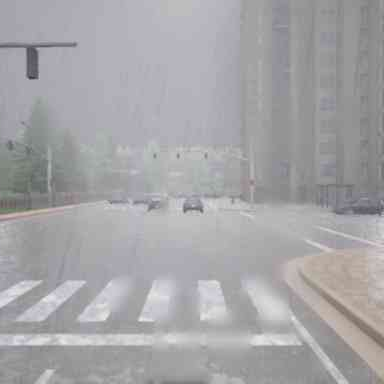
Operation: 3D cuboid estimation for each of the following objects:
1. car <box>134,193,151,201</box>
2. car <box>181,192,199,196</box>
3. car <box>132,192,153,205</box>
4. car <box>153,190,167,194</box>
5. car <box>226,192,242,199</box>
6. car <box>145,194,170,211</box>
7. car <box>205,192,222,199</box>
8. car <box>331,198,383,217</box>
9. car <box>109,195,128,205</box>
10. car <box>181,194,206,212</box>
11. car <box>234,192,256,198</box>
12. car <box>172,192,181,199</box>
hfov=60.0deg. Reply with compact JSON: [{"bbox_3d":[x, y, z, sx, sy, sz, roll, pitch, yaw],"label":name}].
[{"bbox_3d":[-9.485,0.924,63.826,1.812,1.442,4.674,0,1,12],"label":"car"},{"bbox_3d":[0.260,0.802,76.563,1.812,1.442,4.674,0,1,39],"label":"car"},{"bbox_3d":[-7.068,1.066,46.472,1.837,1.490,4.892,0,1,0],"label":"car"},{"bbox_3d":[-6.228,0.633,62.360,2.150,2.045,5.566,0,1,11],"label":"car"},{"bbox_3d":[10.240,0.875,76.640,4.718,1.301,1.895,0,1,-37],"label":"car"},{"bbox_3d":[-3.403,1.199,34.425,1.812,1.442,4.674,0,1,0],"label":"car"},{"bbox_3d":[4.851,0.780,76.494,1.837,1.490,4.892,1,1,43],"label":"car"},{"bbox_3d":[14.361,1.295,28.197,4.892,1.490,1.837,0,1,-1],"label":"car"},{"bbox_3d":[-10.549,1.110,47.973,1.994,1.385,4.181,0,1,0],"label":"car"},{"bbox_3d":[0.114,1.249,34.067,1.994,1.385,4.181,0,1,0],"label":"car"},{"bbox_3d":[13.165,0.749,82.552,4.902,1.511,2.128,0,1,-24],"label":"car"},{"bbox_3d":[-2.712,0.786,78.438,1.812,1.442,4.674,0,1,34],"label":"car"}]
